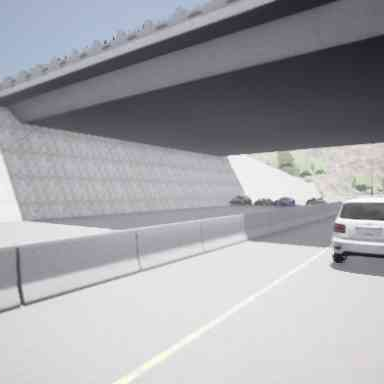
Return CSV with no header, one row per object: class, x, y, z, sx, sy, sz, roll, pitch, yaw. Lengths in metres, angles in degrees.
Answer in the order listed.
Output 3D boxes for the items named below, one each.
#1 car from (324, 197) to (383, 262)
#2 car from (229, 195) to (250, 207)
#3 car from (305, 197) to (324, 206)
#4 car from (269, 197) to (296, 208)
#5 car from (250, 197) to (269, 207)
car,6.333,1.195,11.299,2.150,2.045,5.566,0,0,34
car,7.442,1.259,50.735,2.097,1.767,4.553,0,0,34
car,17.277,1.389,46.536,2.128,1.511,4.902,0,0,34
car,12.987,1.381,46.454,1.882,1.535,5.008,0,0,34
car,10.750,1.467,49.379,1.994,1.385,4.181,0,0,34
